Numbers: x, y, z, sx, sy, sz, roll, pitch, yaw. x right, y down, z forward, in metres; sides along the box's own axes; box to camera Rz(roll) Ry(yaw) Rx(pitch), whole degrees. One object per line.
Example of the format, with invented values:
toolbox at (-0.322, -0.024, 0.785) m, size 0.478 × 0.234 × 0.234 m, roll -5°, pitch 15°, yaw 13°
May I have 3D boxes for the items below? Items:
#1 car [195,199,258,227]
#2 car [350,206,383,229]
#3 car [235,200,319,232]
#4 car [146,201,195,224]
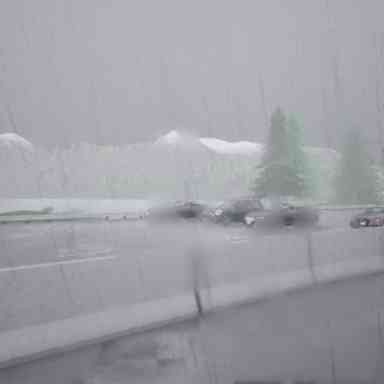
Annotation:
car at (2.876, 1.251, 22.121) m, size 4.553 × 1.767 × 2.097 m, roll 0°, pitch 0°, yaw -29°
car at (10.807, 1.471, 18.502) m, size 4.181 × 1.385 × 1.994 m, roll 0°, pitch 0°, yaw -27°
car at (5.260, 1.400, 19.458) m, size 4.902 × 1.511 × 2.128 m, roll 0°, pitch 0°, yaw -29°
car at (-0.913, 1.386, 23.971) m, size 4.902 × 1.511 × 2.128 m, roll 0°, pitch 0°, yaw -30°
